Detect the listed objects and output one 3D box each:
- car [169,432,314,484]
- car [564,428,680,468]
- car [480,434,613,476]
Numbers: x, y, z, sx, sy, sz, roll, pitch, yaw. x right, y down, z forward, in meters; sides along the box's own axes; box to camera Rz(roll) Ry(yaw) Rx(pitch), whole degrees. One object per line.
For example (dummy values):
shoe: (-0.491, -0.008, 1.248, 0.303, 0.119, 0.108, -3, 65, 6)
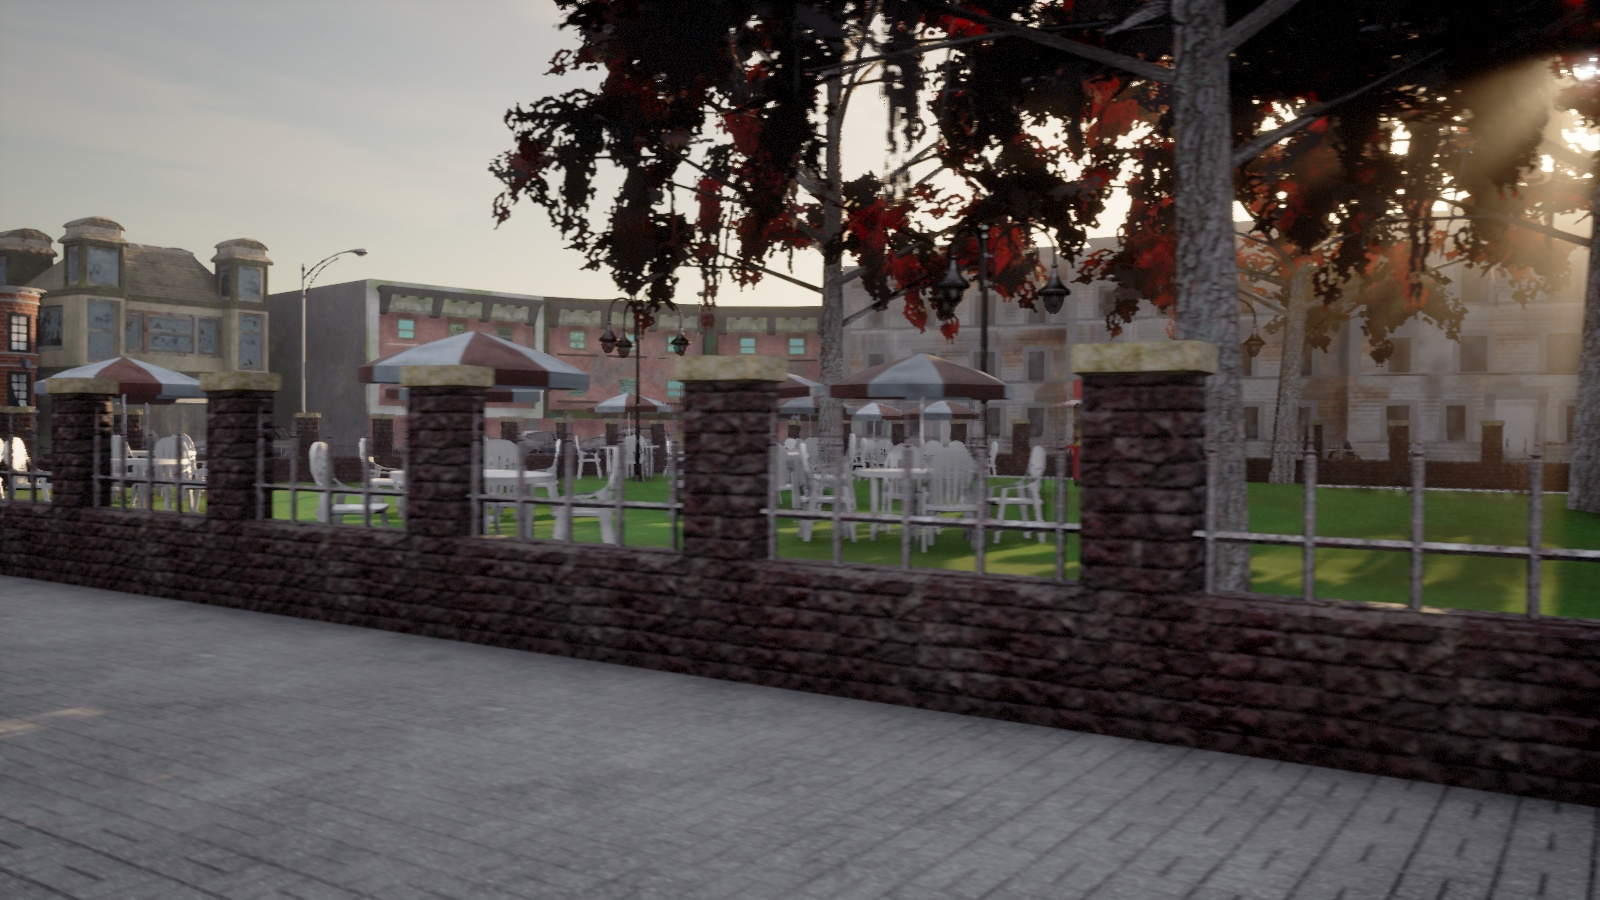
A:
car: (-18.398, 0.229, 41.540, 1.851, 1.617, 3.988, 0, 1, 34)
car: (-7.882, -0.110, 55.675, 4.611, 1.667, 2.242, -1, 1, -29)
car: (-9.548, 0.168, 47.642, 2.163, 1.488, 4.792, 0, 1, 34)
